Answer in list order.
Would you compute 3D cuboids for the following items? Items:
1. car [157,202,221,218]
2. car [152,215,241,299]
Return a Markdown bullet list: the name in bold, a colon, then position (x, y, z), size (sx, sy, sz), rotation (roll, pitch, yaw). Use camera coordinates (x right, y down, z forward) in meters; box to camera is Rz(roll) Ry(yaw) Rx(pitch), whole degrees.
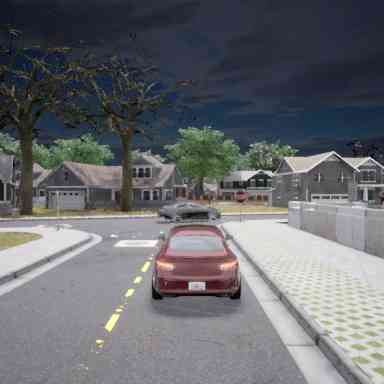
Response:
- **car**: position (-0.197, 1.495, 25.029), size (4.902, 1.511, 2.128), rotation (0, 0, -21)
- **car**: position (0.087, 1.527, 8.295), size (1.812, 1.442, 4.674), rotation (0, 0, 0)
